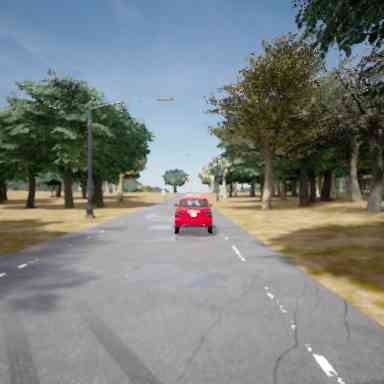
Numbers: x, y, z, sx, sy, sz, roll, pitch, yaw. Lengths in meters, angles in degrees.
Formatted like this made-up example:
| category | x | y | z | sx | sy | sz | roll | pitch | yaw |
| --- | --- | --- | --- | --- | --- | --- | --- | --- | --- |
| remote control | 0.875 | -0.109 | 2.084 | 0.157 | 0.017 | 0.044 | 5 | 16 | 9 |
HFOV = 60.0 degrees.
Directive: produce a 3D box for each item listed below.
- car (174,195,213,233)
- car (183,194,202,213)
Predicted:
| category | x | y | z | sx | sy | sz | roll | pitch | yaw |
| --- | --- | --- | --- | --- | --- | --- | --- | --- | --- |
| car | 0.089 | 1.298 | 20.325 | 2.150 | 2.045 | 5.566 | 0 | 0 | 0 |
| car | 0.077 | 1.335 | 40.317 | 2.150 | 2.045 | 5.566 | 0 | 0 | 0 |
